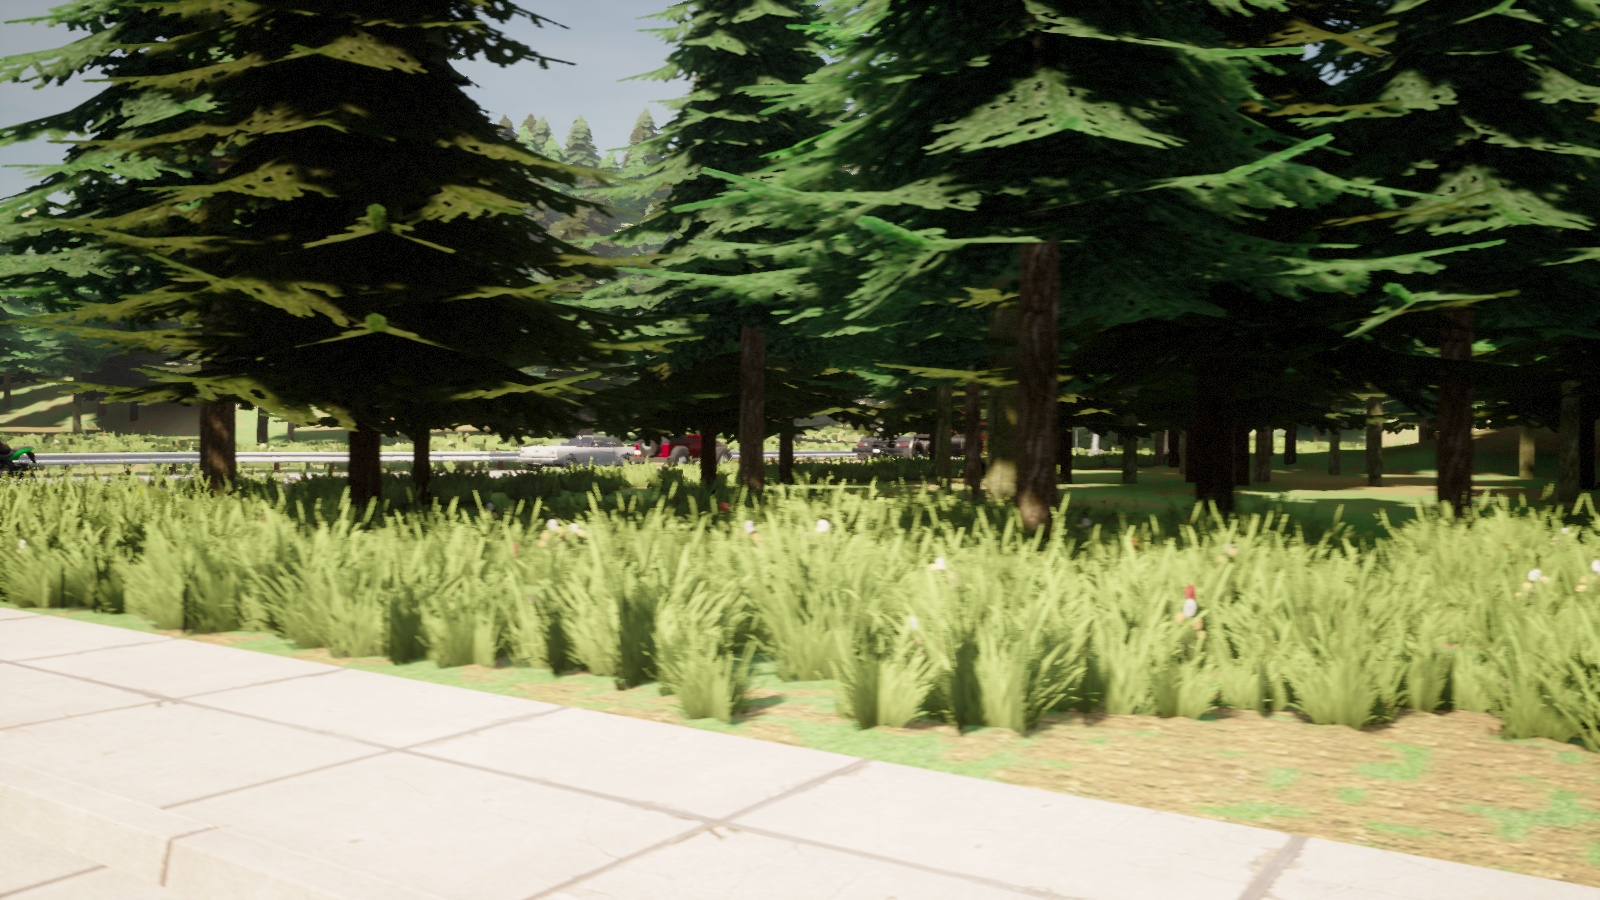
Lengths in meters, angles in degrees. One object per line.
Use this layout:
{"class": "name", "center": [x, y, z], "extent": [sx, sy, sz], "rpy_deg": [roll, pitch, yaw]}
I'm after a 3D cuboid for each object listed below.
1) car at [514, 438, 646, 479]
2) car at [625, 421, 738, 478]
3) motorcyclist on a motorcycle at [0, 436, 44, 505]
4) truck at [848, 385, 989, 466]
{"class": "car", "center": [-7.718, 0.268, 44.489], "extent": [1.895, 1.301, 4.718], "rpy_deg": [0, 1, 33]}
{"class": "car", "center": [-4.078, -0.058, 43.651], "extent": [1.905, 1.878, 3.866], "rpy_deg": [0, 1, 33]}
{"class": "motorcyclist on a motorcycle", "center": [-18.226, 0.468, 28.127], "extent": [0.797, 1.523, 2.044], "rpy_deg": [0, 1, 33]}
{"class": "truck", "center": [5.589, -1.117, 57.814], "extent": [2.891, 3.462, 7.936], "rpy_deg": [0, 1, 35]}
